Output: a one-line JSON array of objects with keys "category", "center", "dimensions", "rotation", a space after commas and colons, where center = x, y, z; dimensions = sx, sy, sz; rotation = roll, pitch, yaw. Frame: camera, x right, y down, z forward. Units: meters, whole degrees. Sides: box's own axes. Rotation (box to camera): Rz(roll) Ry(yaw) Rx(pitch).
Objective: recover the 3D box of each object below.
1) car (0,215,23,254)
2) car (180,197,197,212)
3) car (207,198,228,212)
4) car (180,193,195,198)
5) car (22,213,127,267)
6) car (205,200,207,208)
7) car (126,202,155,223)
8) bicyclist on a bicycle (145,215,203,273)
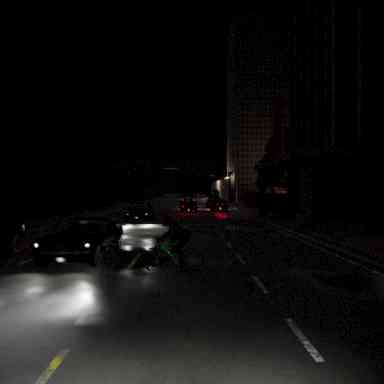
[{"category": "car", "center": [-7.216, 1.491, 10.652], "dimensions": [2.128, 1.511, 4.902], "rotation": [0, 0, -1]}, {"category": "car", "center": [-0.374, 1.601, 37.737], "dimensions": [1.895, 1.301, 4.718], "rotation": [0, 0, -1]}, {"category": "car", "center": [3.089, 1.505, 38.726], "dimensions": [1.837, 1.490, 4.892], "rotation": [0, 0, 0]}, {"category": "car", "center": [-0.504, 1.221, 47.502], "dimensions": [2.150, 2.045, 5.566], "rotation": [0, 0, -1]}, {"category": "car", "center": [-3.734, 1.601, 11.583], "dimensions": [1.895, 1.301, 4.718], "rotation": [0, 0, -1]}, {"category": "car", "center": [2.932, 1.526, 47.978], "dimensions": [1.812, 1.442, 4.674], "rotation": [0, 0, 0]}, {"category": "car", "center": [-3.899, 1.526, 25.553], "dimensions": [1.812, 1.442, 4.674], "rotation": [0, 0, -1]}, {"category": "bicyclist on a bicycle", "center": [-0.518, 1.455, 9.275], "dimensions": [1.656, 1.620, 0.582], "rotation": [-2, 0, -1]}]
